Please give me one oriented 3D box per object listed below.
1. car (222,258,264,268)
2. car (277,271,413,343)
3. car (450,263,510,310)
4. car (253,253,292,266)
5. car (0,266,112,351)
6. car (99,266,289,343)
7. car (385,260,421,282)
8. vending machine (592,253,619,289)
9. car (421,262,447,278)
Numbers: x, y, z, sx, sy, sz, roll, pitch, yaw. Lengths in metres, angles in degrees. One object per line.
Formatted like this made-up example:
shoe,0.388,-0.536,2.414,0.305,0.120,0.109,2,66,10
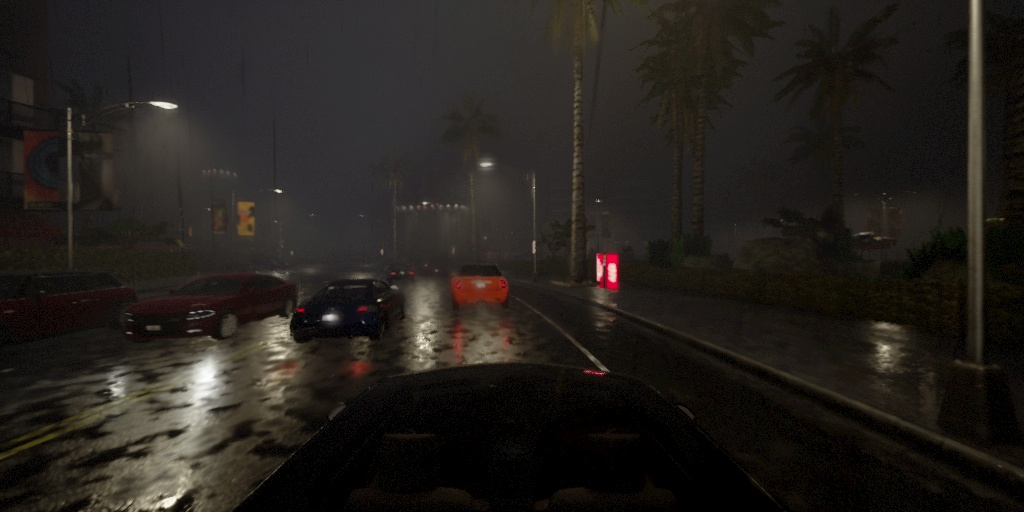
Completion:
car,-33.916,1.288,44.696,4.902,1.511,2.128,0,0,23
car,-4.161,1.303,9.769,1.994,1.385,4.181,0,0,-6
car,-1.425,1.054,14.740,2.097,1.767,4.553,0,0,-9
car,-32.406,1.014,47.860,5.566,2.045,2.150,0,0,25
car,-11.174,1.138,7.972,2.097,1.767,4.553,0,0,-8
car,-7.918,1.236,10.040,1.882,1.535,5.008,0,0,-8
car,-8.538,1.236,27.183,2.033,1.411,5.357,0,0,-22
vending machine,5.250,0.838,19.685,1.100,2.100,0.880,0,0,-13
car,-7.378,1.222,32.735,1.994,1.385,4.181,0,0,-26
